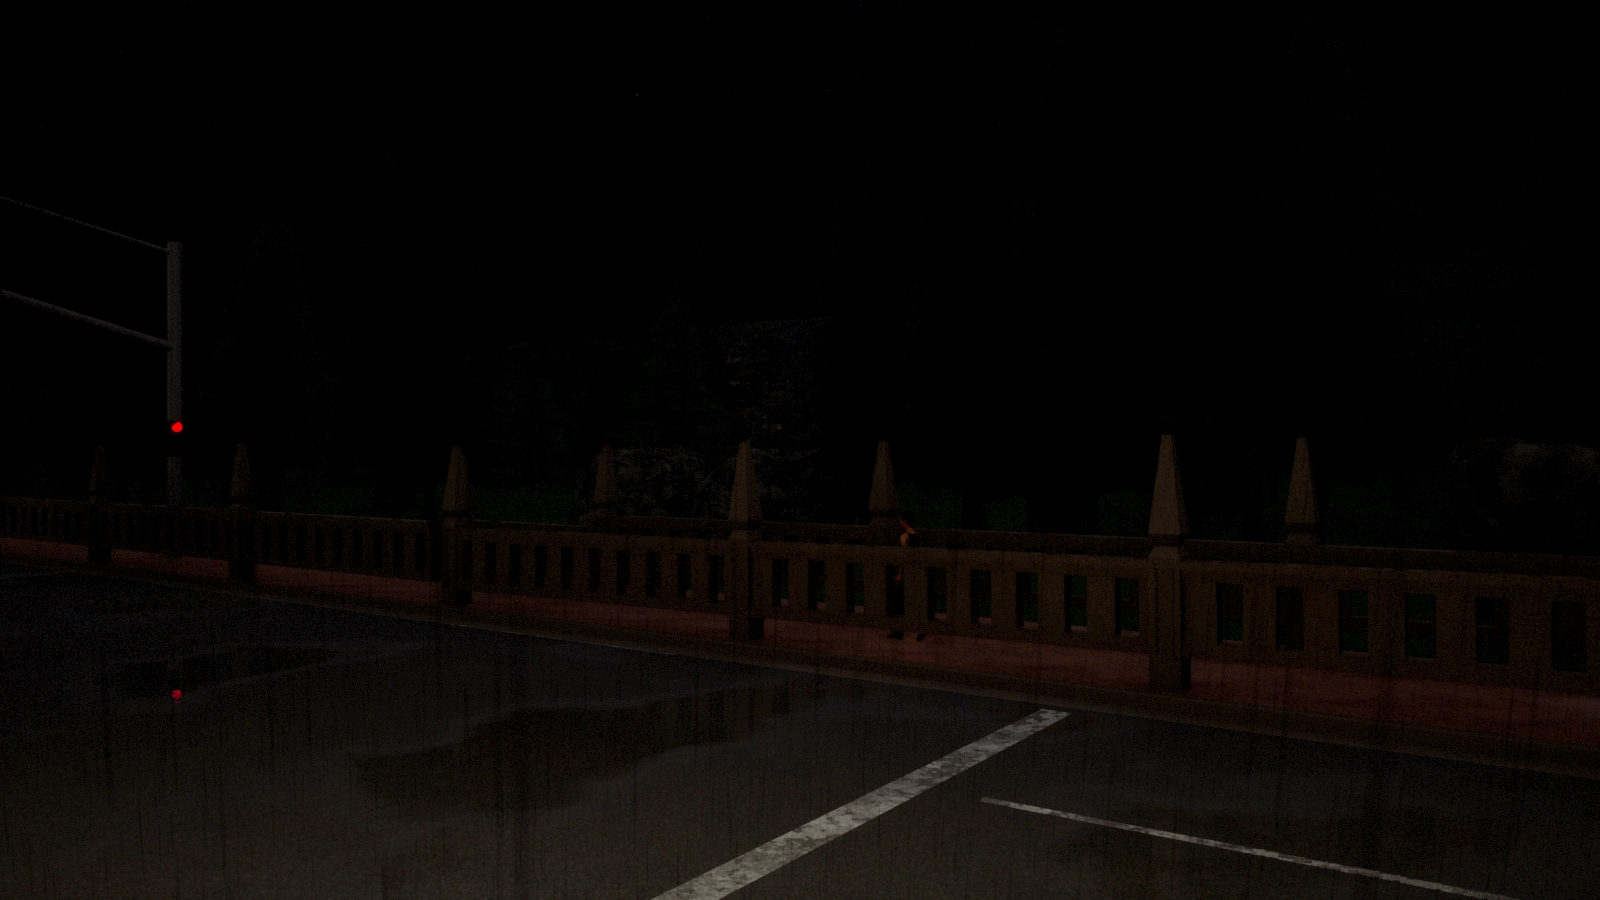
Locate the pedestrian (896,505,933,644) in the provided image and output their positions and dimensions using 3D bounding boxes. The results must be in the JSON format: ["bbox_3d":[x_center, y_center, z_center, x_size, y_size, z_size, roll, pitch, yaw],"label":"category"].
[{"bbox_3d":[1.572,1.694,15.694,0.375,1.860,0.375,0,0,35],"label":"pedestrian"}]
